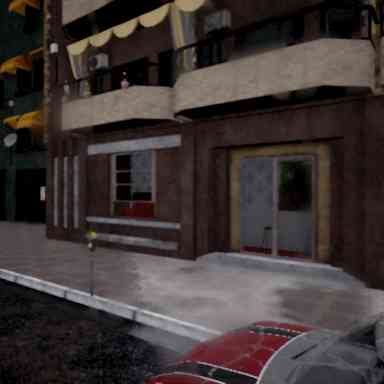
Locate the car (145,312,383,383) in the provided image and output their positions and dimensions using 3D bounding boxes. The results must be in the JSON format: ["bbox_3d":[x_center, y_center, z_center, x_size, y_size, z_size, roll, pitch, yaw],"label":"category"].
[{"bbox_3d":[1.436,1.441,1.849,4.097,1.590,1.967,0,0,35],"label":"car"}]
